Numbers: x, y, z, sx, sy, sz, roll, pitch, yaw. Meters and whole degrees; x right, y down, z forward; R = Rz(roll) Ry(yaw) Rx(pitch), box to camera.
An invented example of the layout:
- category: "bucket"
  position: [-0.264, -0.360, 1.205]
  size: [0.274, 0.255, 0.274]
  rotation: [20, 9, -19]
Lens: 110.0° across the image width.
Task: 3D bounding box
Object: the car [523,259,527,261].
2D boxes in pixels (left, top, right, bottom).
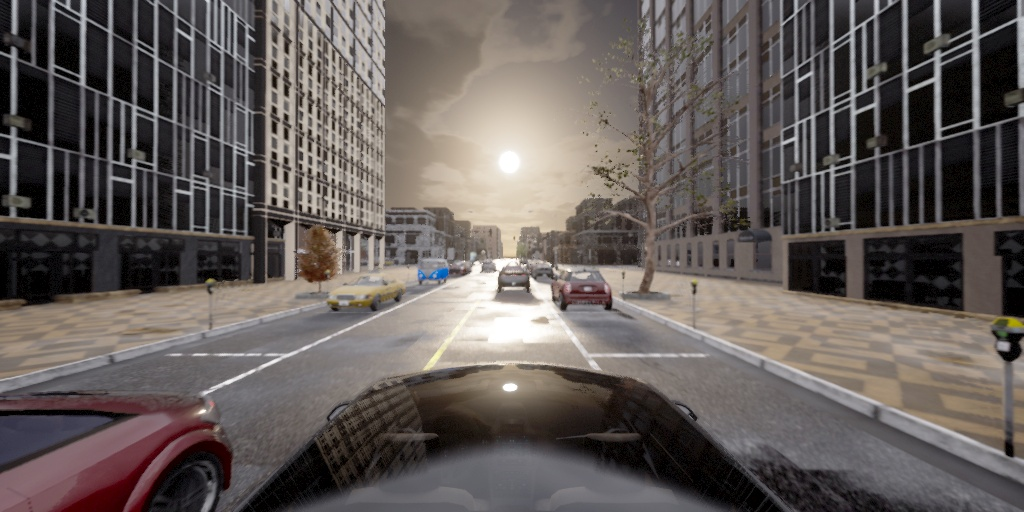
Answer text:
- category: "car"
  position: [2.693, 1.340, 48.838]
  size: [2.007, 1.370, 4.403]
  rotation: [0, 0, 0]

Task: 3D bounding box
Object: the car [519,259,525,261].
- category: "car"
  position: [0.101, 1.347, 40.043]
  size: [1.994, 1.385, 4.181]
  rotation: [0, 0, 0]

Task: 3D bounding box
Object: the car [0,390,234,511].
- category: "car"
  position: [-3.101, 1.313, 0.970]
  size: [1.994, 1.385, 4.181]
  rotation: [0, 0, 0]

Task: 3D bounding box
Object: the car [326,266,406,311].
- category: "car"
  position: [-5.690, 1.288, 14.532]
  size: [1.751, 1.417, 4.829]
  rotation: [0, 0, 0]

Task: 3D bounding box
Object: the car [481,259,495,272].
- category: "car"
  position: [-2.998, 1.402, 46.920]
  size: [1.895, 1.301, 4.718]
  rotation: [0, 0, 0]

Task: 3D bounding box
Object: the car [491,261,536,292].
- category: "car"
  position: [0.097, 1.260, 21.475]
  size: [2.128, 1.511, 4.902]
  rotation: [0, 0, 0]

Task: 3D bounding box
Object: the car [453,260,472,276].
- category: "car"
  position: [-5.688, 1.221, 37.471]
  size: [1.967, 1.591, 4.097]
  rotation: [0, 0, 0]

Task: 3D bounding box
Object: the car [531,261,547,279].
- category: "car"
  position: [2.692, 1.326, 31.762]
  size: [2.007, 1.370, 4.403]
  rotation: [0, 0, 0]

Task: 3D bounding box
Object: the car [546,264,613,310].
- category: "car"
  position: [2.691, 1.202, 14.686]
  size: [1.967, 1.591, 4.097]
  rotation: [0, 0, 0]

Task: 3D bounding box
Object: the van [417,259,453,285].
- category: "van"
  position: [-5.689, 1.113, 26.087]
  size: [1.690, 1.789, 3.998]
  rotation: [0, 0, 0]
